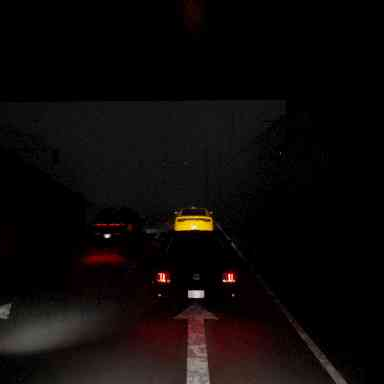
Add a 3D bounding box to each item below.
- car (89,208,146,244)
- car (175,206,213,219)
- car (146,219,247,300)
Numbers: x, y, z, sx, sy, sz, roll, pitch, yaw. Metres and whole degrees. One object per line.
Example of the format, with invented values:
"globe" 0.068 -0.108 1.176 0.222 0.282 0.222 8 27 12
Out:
"car" -3.411 1.505 15.821 1.837 1.490 4.892 0 0 0
"car" 0.090 1.478 17.709 1.882 1.535 5.008 0 0 0
"car" 0.087 1.601 8.366 1.895 1.301 4.718 0 0 0
